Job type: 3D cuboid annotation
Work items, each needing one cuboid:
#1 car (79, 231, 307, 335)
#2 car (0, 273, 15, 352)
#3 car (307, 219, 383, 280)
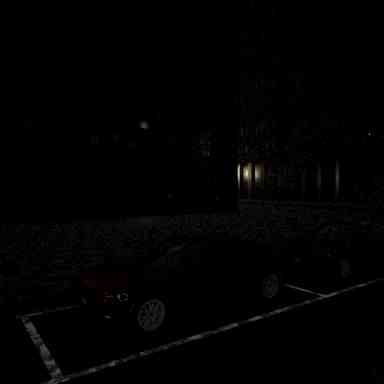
[{"bbox_3d":[0.073,1.545,6.720,4.507,1.381,1.887,0,0,-36],"label":"car"},{"bbox_3d":[-4.422,1.544,3.507,4.507,1.381,1.887,0,0,-36],"label":"car"},{"bbox_3d":[4.568,1.546,9.933,4.507,1.381,1.887,0,0,-36],"label":"car"}]
